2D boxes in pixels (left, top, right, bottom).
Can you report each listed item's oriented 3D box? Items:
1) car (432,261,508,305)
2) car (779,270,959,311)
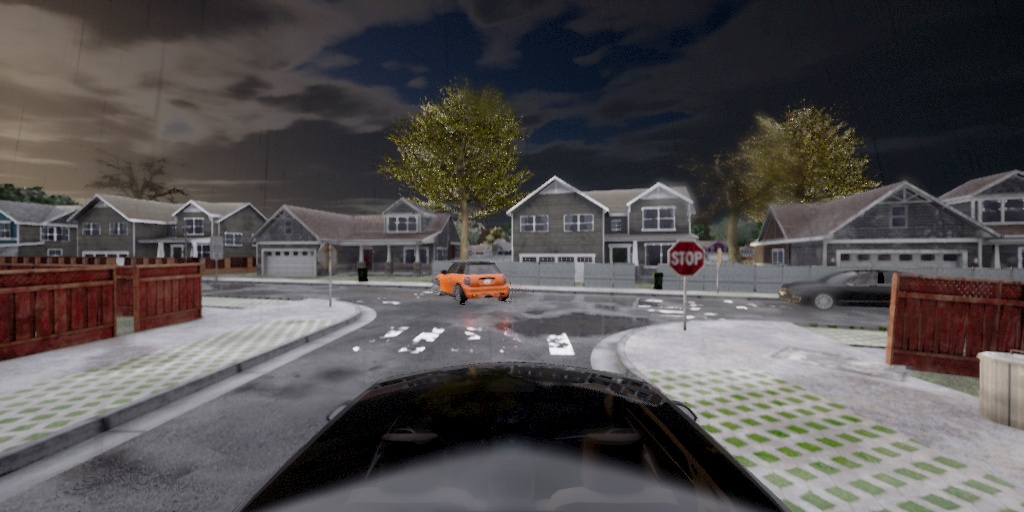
[{"bbox_3d":[-1.972,1.013,15.972,2.097,1.767,4.553,0,1,-28],"label":"car"},{"bbox_3d":[12.897,1.262,13.291,4.892,1.490,1.837,0,0,18],"label":"car"}]
